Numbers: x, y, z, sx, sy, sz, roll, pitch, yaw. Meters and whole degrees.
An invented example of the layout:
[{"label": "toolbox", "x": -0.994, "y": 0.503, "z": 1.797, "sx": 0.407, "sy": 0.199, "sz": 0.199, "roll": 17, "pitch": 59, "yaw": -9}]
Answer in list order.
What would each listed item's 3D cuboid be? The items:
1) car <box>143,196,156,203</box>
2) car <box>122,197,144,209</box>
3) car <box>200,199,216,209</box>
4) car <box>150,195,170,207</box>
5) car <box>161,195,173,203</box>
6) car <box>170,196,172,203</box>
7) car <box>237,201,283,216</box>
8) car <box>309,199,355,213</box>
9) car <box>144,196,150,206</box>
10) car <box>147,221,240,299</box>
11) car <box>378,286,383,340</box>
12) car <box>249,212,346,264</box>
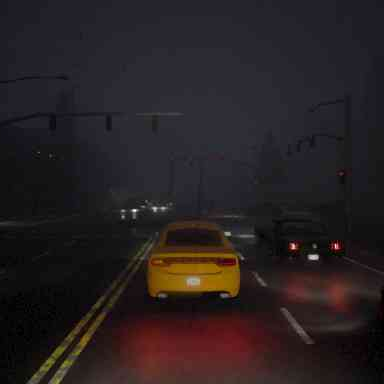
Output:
[{"label": "car", "x": -8.727, "y": 1.547, "z": 68.896, "sx": 2.033, "sy": 1.411, "sz": 5.357, "roll": 0, "pitch": 0, "yaw": -2}, {"label": "car", "x": -8.230, "y": 1.505, "z": 45.535, "sx": 1.837, "sy": 1.490, "sz": 4.892, "roll": 0, "pitch": 0, "yaw": 0}, {"label": "car", "x": 2.106, "y": 1.601, "z": 44.687, "sx": 1.895, "sy": 1.301, "sz": 4.718, "roll": 0, "pitch": 0, "yaw": -1}, {"label": "car", "x": -4.821, "y": 1.564, "z": 50.432, "sx": 1.994, "sy": 1.385, "sz": 4.181, "roll": 0, "pitch": 0, "yaw": -1}, {"label": "car", "x": -5.278, "y": 1.525, "z": 70.879, "sx": 2.128, "sy": 1.511, "sz": 4.902, "roll": 0, "pitch": 0, "yaw": -2}, {"label": "car", "x": -5.072, "y": 1.352, "z": 60.665, "sx": 2.097, "sy": 1.767, "sz": 4.553, "roll": 0, "pitch": 0, "yaw": -1}, {"label": "car", "x": 6.348, "y": 1.564, "z": 31.204, "sx": 4.181, "sy": 1.385, "sz": 1.994, "roll": 0, "pitch": 0, "yaw": -12}, {"label": "car", "x": 15.012, "y": 1.526, "z": 35.626, "sx": 4.674, "sy": 1.442, "sz": 1.812, "roll": 0, "pitch": 0, "yaw": -2}, {"label": "car", "x": -8.455, "y": 1.547, "z": 55.432, "sx": 2.033, "sy": 1.411, "sz": 5.357, "roll": 0, "pitch": 0, "yaw": -1}, {"label": "car", "x": 0.030, "y": 1.478, "z": 8.523, "sx": 1.882, "sy": 1.535, "sz": 5.008, "roll": 0, "pitch": 0, "yaw": 0}, {"label": "car", "x": 3.596, "y": 1.478, "z": 2.759, "sx": 1.882, "sy": 1.535, "sz": 5.008, "roll": 0, "pitch": 0, "yaw": 0}, {"label": "car", "x": 3.497, "y": 1.601, "z": 11.849, "sx": 1.895, "sy": 1.301, "sz": 4.718, "roll": 0, "pitch": 0, "yaw": -1}]
